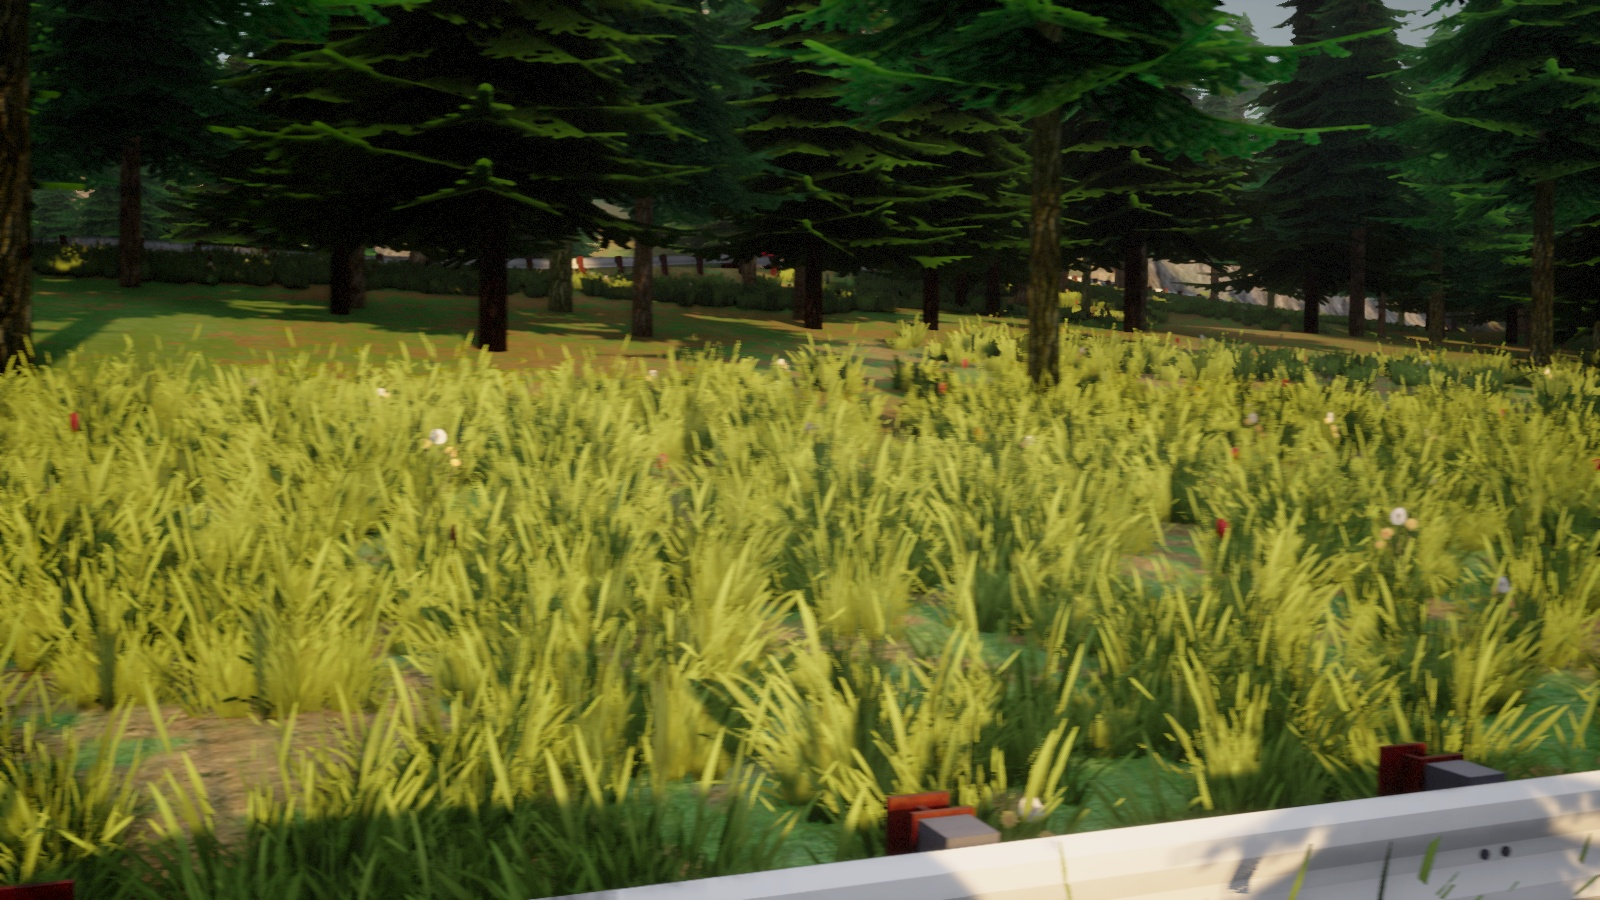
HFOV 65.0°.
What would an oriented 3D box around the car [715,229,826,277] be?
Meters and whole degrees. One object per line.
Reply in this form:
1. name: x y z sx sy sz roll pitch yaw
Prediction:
1. car: -1.123 -7.604 48.728 3.988 1.617 1.851 -8 6 -43
